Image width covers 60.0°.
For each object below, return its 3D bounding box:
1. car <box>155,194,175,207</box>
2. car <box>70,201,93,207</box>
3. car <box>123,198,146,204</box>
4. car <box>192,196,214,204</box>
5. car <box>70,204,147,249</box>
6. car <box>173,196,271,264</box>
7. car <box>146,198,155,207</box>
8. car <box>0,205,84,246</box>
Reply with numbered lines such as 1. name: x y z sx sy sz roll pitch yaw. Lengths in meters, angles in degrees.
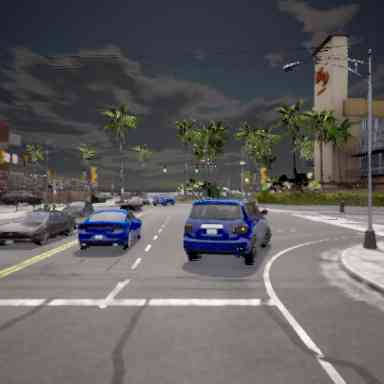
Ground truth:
1. car: -4.580 1.296 54.444 2.150 2.045 5.566 0 0 19
2. car: -10.541 1.567 31.206 1.812 1.442 4.674 0 0 1
3. car: -6.964 1.652 38.198 1.895 1.301 4.718 0 0 2
4. car: 2.284 1.586 67.350 2.128 1.511 4.902 0 0 36
5. car: -3.400 1.497 14.608 1.882 1.535 5.008 0 0 0
6. car: 1.467 1.240 12.212 2.150 2.045 5.566 -1 0 19
7. car: -8.352 1.619 53.936 2.033 1.411 5.357 0 0 16
8. car: -7.099 1.569 15.601 2.033 1.411 5.357 0 0 0
